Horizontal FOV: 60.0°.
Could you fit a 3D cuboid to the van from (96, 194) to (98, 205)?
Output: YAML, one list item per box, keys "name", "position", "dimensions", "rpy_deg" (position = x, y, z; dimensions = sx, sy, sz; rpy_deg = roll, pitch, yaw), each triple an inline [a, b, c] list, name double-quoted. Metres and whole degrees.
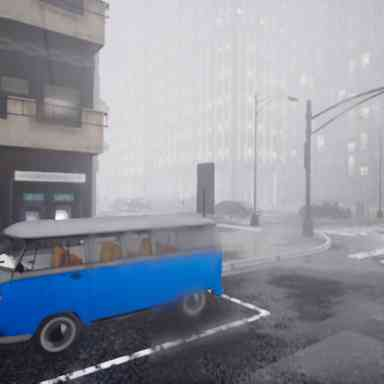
- name: "van"
  position: [-15.538, 1.118, 50.397]
  dimensions: [1.690, 1.788, 3.998]
  rpy_deg: [1, -1, -35]

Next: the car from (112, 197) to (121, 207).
- name: "car"
  position: [-9.564, 1.386, 46.500]
  dimensions: [1.994, 1.385, 4.181]
  rpy_deg: [1, -1, -35]

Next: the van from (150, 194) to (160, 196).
- name: "van"
  position: [-5.435, 1.247, 50.642]
  dimensions: [1.690, 1.788, 3.998]
  rpy_deg: [1, -1, -35]

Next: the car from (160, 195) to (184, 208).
- name: "car"
  position: [-2.168, 1.463, 46.034]
  dimensions: [2.008, 1.369, 4.403]
  rpy_deg: [1, -1, -35]

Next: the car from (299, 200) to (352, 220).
- name: "car"
  position: [10.913, 1.384, 27.611]
  dimensions: [1.967, 1.590, 4.097]
  rpy_deg: [1, -1, -35]

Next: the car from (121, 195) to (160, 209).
- name: "car"
  position: [-5.732, 1.348, 36.578]
  dimensions: [2.008, 1.369, 4.403]
  rpy_deg: [1, -1, -35]

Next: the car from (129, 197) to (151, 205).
- name: "car"
  position: [-8.708, 1.465, 55.246]
  dimensions: [1.947, 1.339, 4.313]
  rpy_deg: [1, -1, -35]

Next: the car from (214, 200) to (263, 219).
- name: "car"
  position: [3.739, 1.378, 27.710]
  dimensions: [1.812, 1.442, 4.674]
  rpy_deg: [1, 0, -35]

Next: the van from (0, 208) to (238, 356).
- name: "van"
  position: [-1.321, 1.331, 5.764]
  dimensions: [3.998, 1.788, 1.690]
  rpy_deg: [0, 1, -35]

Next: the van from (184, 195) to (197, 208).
- name: "van"
  position: [1.104, 1.261, 41.430]
  dimensions: [1.690, 1.788, 3.998]
  rpy_deg: [1, -1, -35]
